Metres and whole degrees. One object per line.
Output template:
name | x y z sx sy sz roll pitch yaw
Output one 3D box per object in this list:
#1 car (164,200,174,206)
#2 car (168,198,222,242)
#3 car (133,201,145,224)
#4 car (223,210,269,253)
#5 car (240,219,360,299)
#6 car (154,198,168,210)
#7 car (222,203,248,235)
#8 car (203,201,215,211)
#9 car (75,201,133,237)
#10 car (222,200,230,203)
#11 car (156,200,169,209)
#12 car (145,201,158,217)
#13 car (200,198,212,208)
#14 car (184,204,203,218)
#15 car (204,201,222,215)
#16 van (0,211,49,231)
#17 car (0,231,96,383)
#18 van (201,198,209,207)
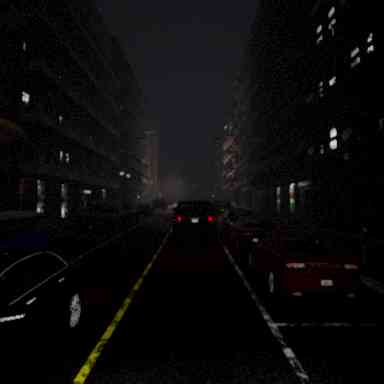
car | -5.155 2.500 75.069 1.802 1.307 4.206 1 -1 0
car | 0.132 1.411 17.532 2.150 2.045 5.566 0 -1 0
car | -5.243 1.590 25.299 2.192 1.841 5.009 1 -1 0
car | 2.610 1.698 14.160 1.887 1.381 4.507 1 -1 0
car | 2.599 1.638 8.630 1.887 1.381 4.507 1 -1 0
car | -5.191 1.927 52.949 2.192 1.841 5.009 1 -1 0
car | 2.630 1.655 19.692 1.967 1.590 4.097 1 -1 0
car | 2.650 2.196 52.876 1.802 1.307 4.206 1 -1 0
car | -5.254 1.527 19.769 2.192 1.841 5.009 1 -1 0
car | 2.613 1.655 30.755 2.192 1.841 5.009 1 -1 0
car | -5.186 2.231 58.477 1.887 1.381 4.507 1 -1 0
car | -5.228 1.970 36.358 1.947 1.339 4.313 1 -1 0
car | 2.676 2.079 63.941 2.192 1.841 5.009 1 -1 0
car | 0.163 1.997 35.568 1.895 1.301 4.718 0 -1 0
car | 2.631 1.914 41.816 1.967 1.590 4.097 1 -1 0
van | -5.277 1.432 8.709 1.690 1.788 3.998 1 -1 0
car | -2.842 1.547 4.141 1.837 1.490 4.892 0 -1 0
van | 2.686 2.182 69.472 1.690 1.788 3.998 1 -1 0
